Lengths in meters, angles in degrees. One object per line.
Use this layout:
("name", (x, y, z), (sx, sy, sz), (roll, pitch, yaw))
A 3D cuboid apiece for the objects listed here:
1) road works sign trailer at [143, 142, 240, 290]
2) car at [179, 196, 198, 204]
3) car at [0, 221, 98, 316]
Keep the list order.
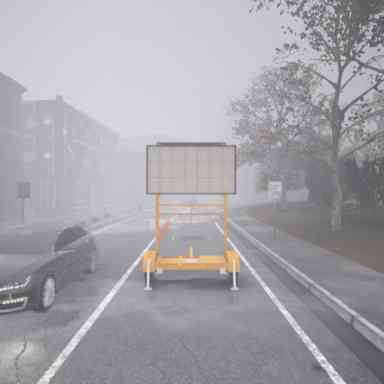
("road works sign trailer", (-0.020, 0.467, 9.035), (2.380, 3.560, 2.880), (0, 0, 0))
("car", (-0.487, 1.484, 52.424), (1.837, 1.490, 4.892), (-1, 0, 20))
("car", (-3.611, 1.507, 7.776), (1.837, 1.490, 4.892), (0, 0, 0))
